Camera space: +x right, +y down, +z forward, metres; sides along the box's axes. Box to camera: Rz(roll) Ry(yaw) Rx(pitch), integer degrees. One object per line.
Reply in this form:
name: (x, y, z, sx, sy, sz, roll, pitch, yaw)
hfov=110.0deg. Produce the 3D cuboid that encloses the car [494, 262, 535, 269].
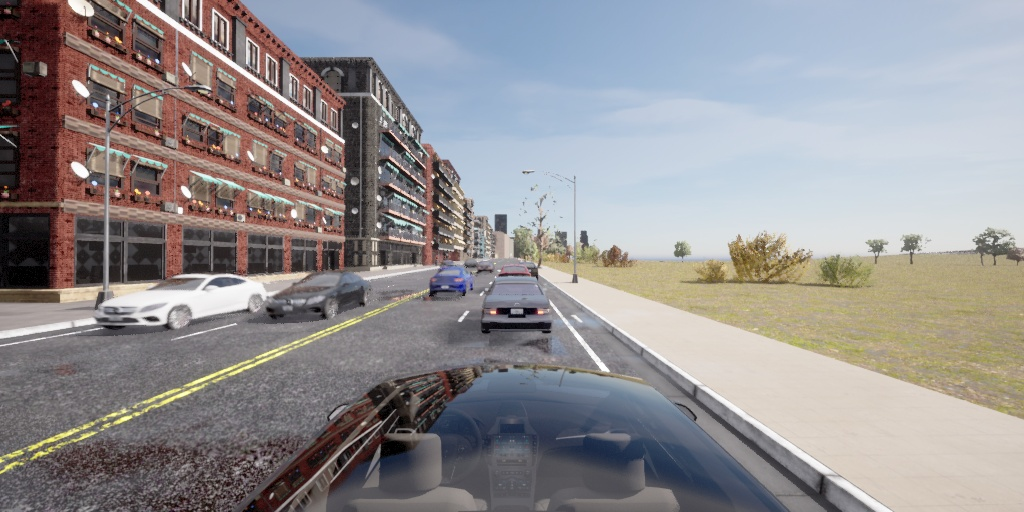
car: (0.144, 1.230, 21.167, 1.882, 1.535, 5.008, 0, 0, 0)

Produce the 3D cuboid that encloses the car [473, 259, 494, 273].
car: (-3.063, 1.300, 42.533, 2.033, 1.411, 5.357, 0, 0, 0)

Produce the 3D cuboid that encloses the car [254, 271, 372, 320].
car: (-6.565, 1.277, 12.829, 1.812, 1.442, 4.674, 0, 0, 0)

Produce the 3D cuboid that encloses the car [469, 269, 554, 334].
car: (0.118, 1.299, 10.627, 2.033, 1.411, 5.357, 0, 0, 0)

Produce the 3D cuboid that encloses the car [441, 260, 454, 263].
car: (-9.726, 1.316, 54.445, 1.994, 1.385, 4.181, 0, 0, 0)

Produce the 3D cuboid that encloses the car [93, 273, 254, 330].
car: (-9.833, 1.277, 11.218, 1.812, 1.442, 4.674, 0, 0, 0)

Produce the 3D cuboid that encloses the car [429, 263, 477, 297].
car: (-3.117, 1.278, 19.006, 1.812, 1.442, 4.674, 0, 0, 0)

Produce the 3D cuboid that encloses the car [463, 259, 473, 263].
car: (-6.472, 1.229, 55.950, 1.882, 1.535, 5.008, 0, 0, 0)

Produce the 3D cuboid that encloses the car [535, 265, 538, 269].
car: (1.199, 1.231, 30.604, 1.882, 1.535, 5.008, 0, 0, 0)
